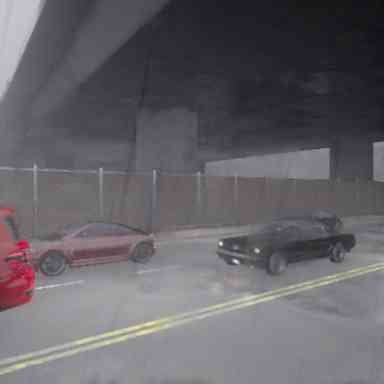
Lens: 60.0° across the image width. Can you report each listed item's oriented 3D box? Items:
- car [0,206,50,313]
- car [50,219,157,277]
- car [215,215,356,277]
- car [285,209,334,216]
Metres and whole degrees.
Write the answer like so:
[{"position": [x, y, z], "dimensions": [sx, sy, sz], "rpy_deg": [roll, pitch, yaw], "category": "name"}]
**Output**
[{"position": [-5.208, 1.224, 4.569], "dimensions": [5.566, 2.045, 2.150], "rpy_deg": [0, 0, -36], "category": "car"}, {"position": [-3.205, 1.563, 10.290], "dimensions": [4.181, 1.385, 1.994], "rpy_deg": [0, 0, -35], "category": "car"}, {"position": [3.018, 1.599, 10.411], "dimensions": [4.718, 1.301, 1.895], "rpy_deg": [0, 0, -35], "category": "car"}, {"position": [5.700, 1.559, 16.621], "dimensions": [4.181, 1.385, 1.994], "rpy_deg": [0, 0, -35], "category": "car"}]
